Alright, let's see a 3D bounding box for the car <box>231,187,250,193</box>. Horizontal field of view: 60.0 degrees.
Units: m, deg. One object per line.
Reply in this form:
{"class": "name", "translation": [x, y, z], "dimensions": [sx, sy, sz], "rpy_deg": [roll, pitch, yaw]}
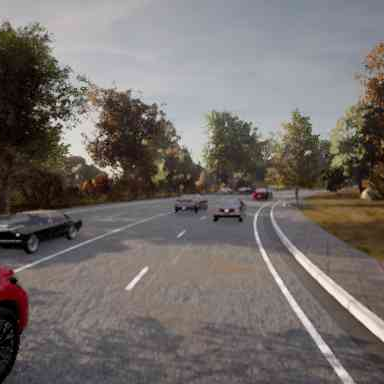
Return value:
{"class": "car", "translation": [9.327, -0.106, 59.264], "dimensions": [1.882, 1.535, 5.008], "rpy_deg": [-1, 1, 30]}

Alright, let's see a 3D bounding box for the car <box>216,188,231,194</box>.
{"class": "car", "translation": [6.042, 0.003, 60.589], "dimensions": [1.812, 1.442, 4.674], "rpy_deg": [-1, 1, 30]}

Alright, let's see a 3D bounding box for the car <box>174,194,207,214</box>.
{"class": "car", "translation": [0.015, 0.899, 26.858], "dimensions": [2.128, 1.511, 4.902], "rpy_deg": [0, 2, 15]}

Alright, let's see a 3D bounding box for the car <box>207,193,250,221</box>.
{"class": "car", "translation": [2.565, 1.068, 22.055], "dimensions": [2.033, 1.411, 5.357], "rpy_deg": [0, 2, 12]}

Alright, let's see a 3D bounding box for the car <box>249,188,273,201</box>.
{"class": "car", "translation": [9.179, 0.284, 42.894], "dimensions": [1.882, 1.535, 5.008], "rpy_deg": [-1, 2, 23]}

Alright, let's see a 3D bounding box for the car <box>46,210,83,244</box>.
{"class": "car", "translation": [-6.164, 1.435, 13.075], "dimensions": [1.895, 1.301, 4.718], "rpy_deg": [0, 1, 7]}

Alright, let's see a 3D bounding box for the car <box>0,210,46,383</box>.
{"class": "car", "translation": [-3.278, 1.209, 2.030], "dimensions": [2.150, 2.045, 5.566], "rpy_deg": [0, 0, 1]}
